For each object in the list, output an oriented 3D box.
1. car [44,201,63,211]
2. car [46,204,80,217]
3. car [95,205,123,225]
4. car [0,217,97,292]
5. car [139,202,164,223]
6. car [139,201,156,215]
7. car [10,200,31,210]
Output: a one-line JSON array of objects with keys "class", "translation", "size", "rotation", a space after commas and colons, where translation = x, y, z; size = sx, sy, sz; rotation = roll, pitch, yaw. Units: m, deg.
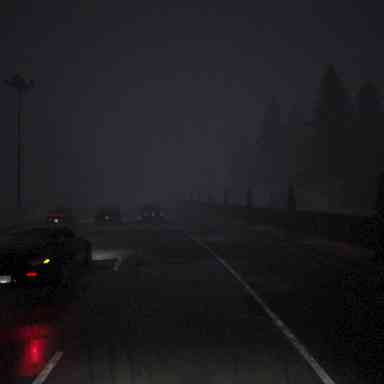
[{"class": "car", "translation": [-21.839, 2.169, 52.676], "size": [1.812, 1.442, 4.674], "rotation": [0, -1, -9]}, {"class": "car", "translation": [-10.104, 1.824, 26.181], "size": [1.837, 1.490, 4.892], "rotation": [0, -1, -9]}, {"class": "car", "translation": [-6.716, 1.798, 27.144], "size": [1.882, 1.535, 5.008], "rotation": [0, -1, -9]}, {"class": "car", "translation": [-4.055, 1.639, 9.088], "size": [1.812, 1.442, 4.674], "rotation": [0, -1, -5]}, {"class": "car", "translation": [-3.524, 1.883, 29.307], "size": [2.033, 1.411, 5.357], "rotation": [0, -1, -10]}, {"class": "car", "translation": [-5.498, 1.948, 41.009], "size": [1.882, 1.535, 5.008], "rotation": [0, 0, -10]}, {"class": "car", "translation": [-29.776, 2.200, 57.896], "size": [1.882, 1.535, 5.008], "rotation": [0, -1, -9]}]
